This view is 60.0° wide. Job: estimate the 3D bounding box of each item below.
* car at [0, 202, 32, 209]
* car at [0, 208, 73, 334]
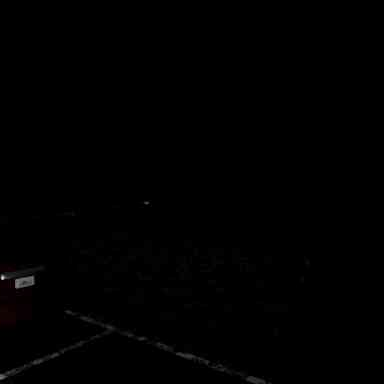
[{"bbox_3d":[-17.483,1.654,30.917,2.128,1.511,4.902,-1,-1,37],"label":"car"},{"bbox_3d":[-4.212,1.316,5.967,5.009,1.841,2.192,0,-1,36],"label":"car"}]
